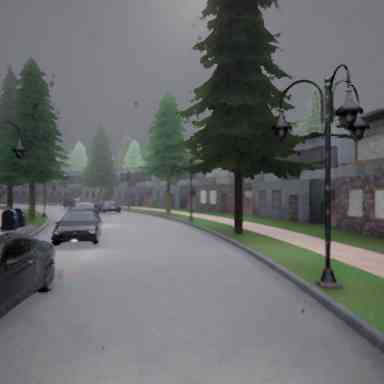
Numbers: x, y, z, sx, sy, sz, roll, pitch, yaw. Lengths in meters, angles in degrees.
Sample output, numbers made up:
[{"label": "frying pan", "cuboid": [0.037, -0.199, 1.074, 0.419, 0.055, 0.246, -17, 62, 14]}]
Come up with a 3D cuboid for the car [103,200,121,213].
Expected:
[{"label": "car", "cuboid": [-9.208, 1.524, 35.808, 1.994, 1.385, 4.181, 0, 0, -34]}]

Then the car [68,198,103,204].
[{"label": "car", "cuboid": [-8.179, 1.476, 25.261, 1.837, 1.490, 4.892, 0, 0, -22]}]

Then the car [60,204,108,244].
[{"label": "car", "cuboid": [-5.226, 1.530, 15.725, 2.033, 1.411, 5.357, 0, 0, -13]}]

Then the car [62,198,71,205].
[{"label": "car", "cuboid": [-15.844, 1.473, 44.923, 1.812, 1.442, 4.674, 0, 0, -43]}]

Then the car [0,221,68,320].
[{"label": "car", "cuboid": [-3.969, 1.518, 6.116, 1.812, 1.442, 4.674, 0, 0, -4]}]
